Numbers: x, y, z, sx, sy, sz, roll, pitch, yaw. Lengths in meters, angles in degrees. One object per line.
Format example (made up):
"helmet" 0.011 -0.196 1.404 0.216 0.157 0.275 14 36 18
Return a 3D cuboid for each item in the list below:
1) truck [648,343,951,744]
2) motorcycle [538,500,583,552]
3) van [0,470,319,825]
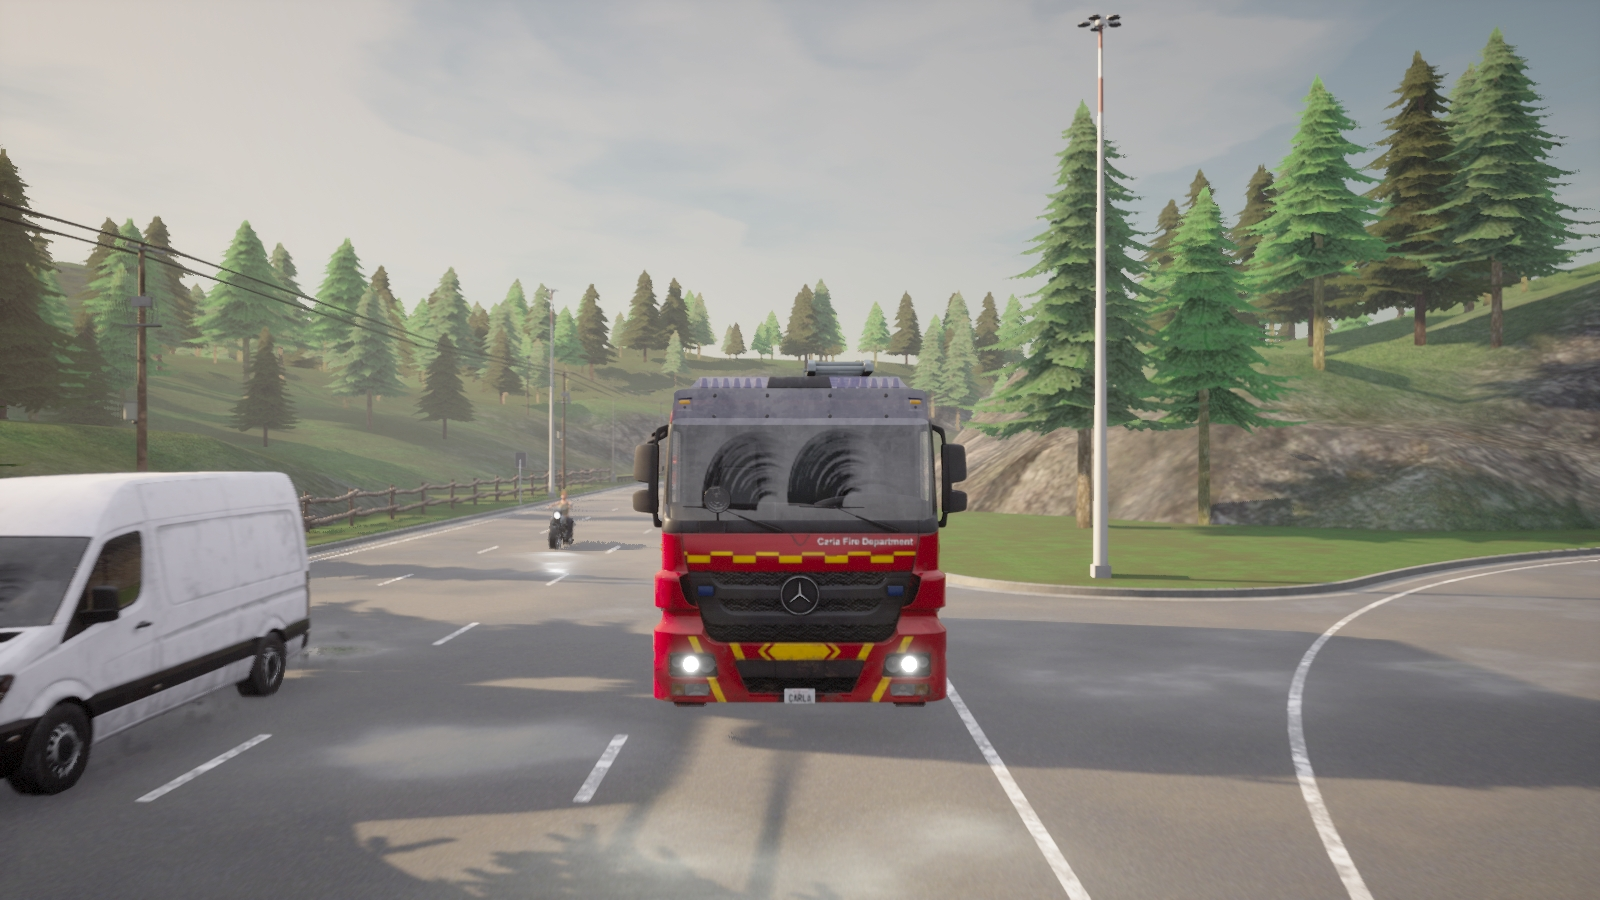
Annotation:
"truck" -0.003 0.890 15.121 2.891 3.827 8.468 0 0 0
"motorcycle" -6.847 2.154 32.760 0.764 1.307 2.356 0 0 1
"van" -7.003 1.534 11.310 1.988 2.561 5.915 0 0 0
